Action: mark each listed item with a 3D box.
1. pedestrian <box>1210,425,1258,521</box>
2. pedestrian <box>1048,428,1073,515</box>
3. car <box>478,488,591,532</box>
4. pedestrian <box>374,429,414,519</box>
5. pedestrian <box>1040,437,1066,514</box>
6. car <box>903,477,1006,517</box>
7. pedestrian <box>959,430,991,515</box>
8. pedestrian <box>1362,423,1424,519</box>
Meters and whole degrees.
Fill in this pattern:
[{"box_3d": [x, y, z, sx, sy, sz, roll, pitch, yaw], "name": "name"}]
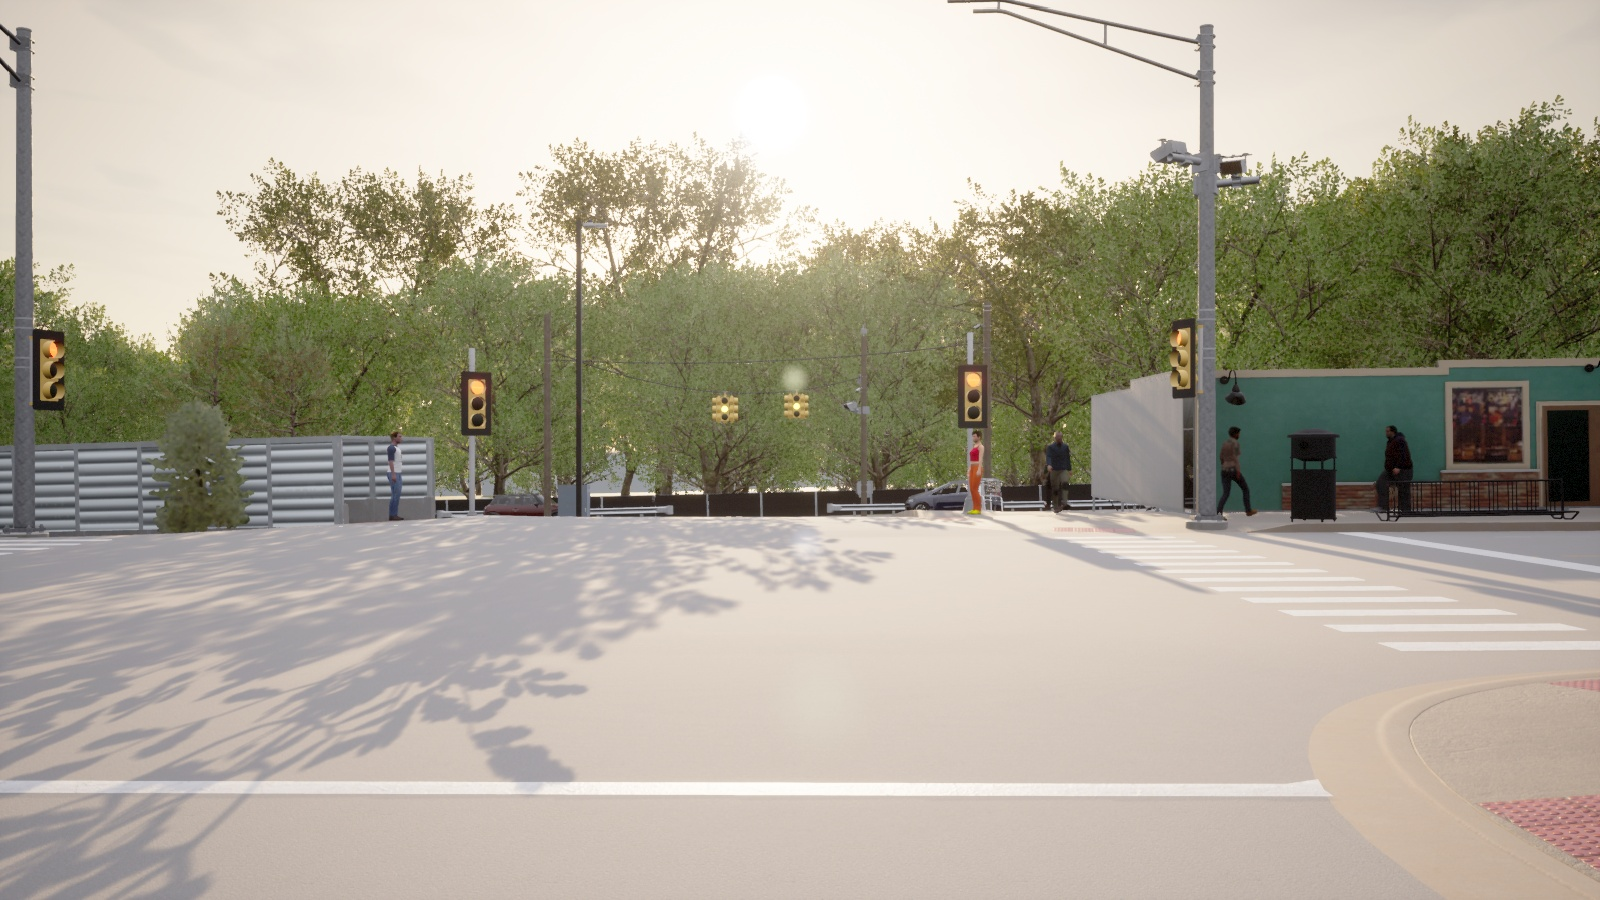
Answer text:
[{"box_3d": [8.291, 0.439, 23.985, 0.869, 1.805, 0.328, 0, 0, -23], "name": "pedestrian"}, {"box_3d": [5.636, 0.459, 27.212, 0.402, 1.842, 0.726, 0, 0, 1], "name": "pedestrian"}, {"box_3d": [-12.076, 2.724, 57.305, 4.553, 1.767, 2.097, -2, 0, 6], "name": "car"}, {"box_3d": [-8.323, 0.494, 25.762, 0.706, 1.836, 0.354, 0, 0, 1], "name": "pedestrian"}, {"box_3d": [6.417, 0.640, 31.866, 0.423, 1.949, 0.788, 0, 0, -5], "name": "pedestrian"}, {"box_3d": [7.189, 2.190, 58.496, 4.611, 1.667, 2.242, -2, 0, 8], "name": "car"}, {"box_3d": [3.815, 0.483, 27.394, 0.594, 1.836, 0.345, 0, 0, -15], "name": "pedestrian"}, {"box_3d": [11.496, 0.399, 24.346, 0.899, 1.844, 0.634, 0, 0, -2], "name": "pedestrian"}]
